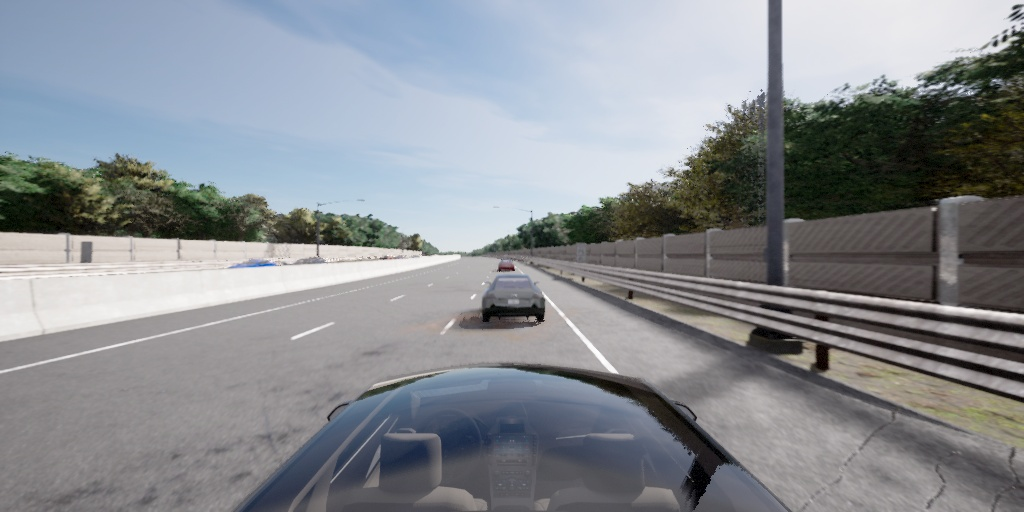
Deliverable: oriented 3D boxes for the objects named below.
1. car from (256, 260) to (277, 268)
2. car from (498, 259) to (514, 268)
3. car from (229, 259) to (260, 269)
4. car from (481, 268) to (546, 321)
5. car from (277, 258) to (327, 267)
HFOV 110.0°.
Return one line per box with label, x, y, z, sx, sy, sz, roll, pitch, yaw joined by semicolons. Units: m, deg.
car;-21.575;1.216;34.192;1.895;1.301;4.718;0;1;-1
car;-0.722;1.097;44.525;1.994;1.385;4.181;0;1;-2
car;-25.093;1.085;34.891;1.882;1.535;5.008;0;1;-1
car;0.030;1.294;12.386;1.994;1.385;4.181;0;0;0
car;-18.008;0.991;31.564;2.097;1.767;4.553;0;0;-1
